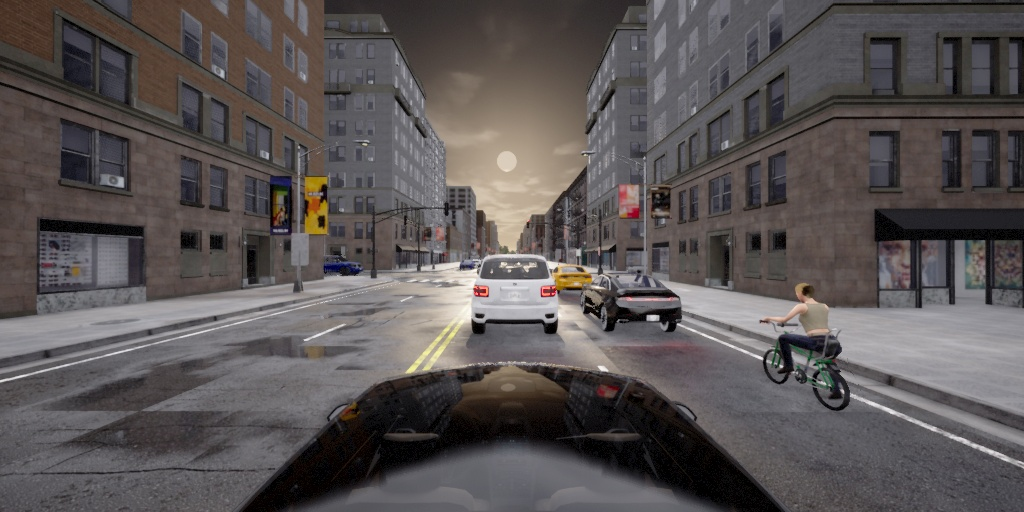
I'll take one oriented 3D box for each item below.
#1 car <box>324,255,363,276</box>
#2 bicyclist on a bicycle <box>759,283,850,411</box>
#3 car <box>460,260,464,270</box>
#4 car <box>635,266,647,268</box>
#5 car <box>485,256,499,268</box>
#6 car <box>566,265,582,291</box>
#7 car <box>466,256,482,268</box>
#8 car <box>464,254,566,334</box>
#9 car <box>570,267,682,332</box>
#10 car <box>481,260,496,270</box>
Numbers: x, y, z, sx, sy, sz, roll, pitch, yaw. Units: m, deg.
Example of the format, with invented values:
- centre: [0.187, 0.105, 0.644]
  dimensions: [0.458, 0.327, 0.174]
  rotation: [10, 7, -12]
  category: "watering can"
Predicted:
- centre: [-17.850, 0.964, 35.786]
  dimensions: [5.566, 2.045, 2.150]
  rotation: [0, 0, 2]
  category: "car"
- centre: [4.127, 1.187, 5.136]
  dimensions: [0.866, 1.612, 1.509]
  rotation: [0, 0, 0]
  category: "bicyclist on a bicycle"
- centre: [-6.724, 1.249, 54.110]
  dimensions: [1.882, 1.535, 5.008]
  rotation: [0, 0, 0]
  category: "car"
- centre: [14.959, 1.413, 38.736]
  dimensions: [4.718, 1.301, 1.895]
  rotation: [0, 0, 1]
  category: "car"
- centre: [-3.475, 0.995, 62.443]
  dimensions: [2.150, 2.045, 5.566]
  rotation: [0, 0, 0]
  category: "car"
- centre: [3.203, 1.232, 20.334]
  dimensions: [1.882, 1.535, 5.008]
  rotation: [0, 0, 0]
  category: "car"
- centre: [-6.716, 0.996, 64.055]
  dimensions: [2.150, 2.045, 5.566]
  rotation: [0, 0, 0]
  category: "car"
- centre: [0.075, 0.973, 10.771]
  dimensions: [2.150, 2.045, 5.566]
  rotation: [0, 0, 0]
  category: "car"
- centre: [3.319, 1.243, 10.844]
  dimensions: [2.128, 1.511, 4.902]
  rotation: [0, 0, 0]
  category: "car"
- centre: [-3.466, 1.335, 53.102]
  dimensions: [1.994, 1.385, 4.181]
  rotation: [0, 0, 0]
  category: "car"
